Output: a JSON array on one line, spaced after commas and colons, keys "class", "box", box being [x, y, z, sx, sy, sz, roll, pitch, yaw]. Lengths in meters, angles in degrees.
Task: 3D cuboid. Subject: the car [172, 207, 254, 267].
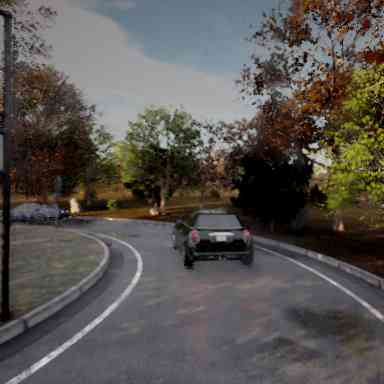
[{"class": "car", "box": [0.534, 1.359, 11.693, 2.097, 1.767, 4.553, 0, 0, -9]}]

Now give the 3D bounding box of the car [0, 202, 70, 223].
[{"class": "car", "box": [-11.725, 1.451, 24.471, 5.357, 1.411, 2.033, 0, 0, 14]}]
